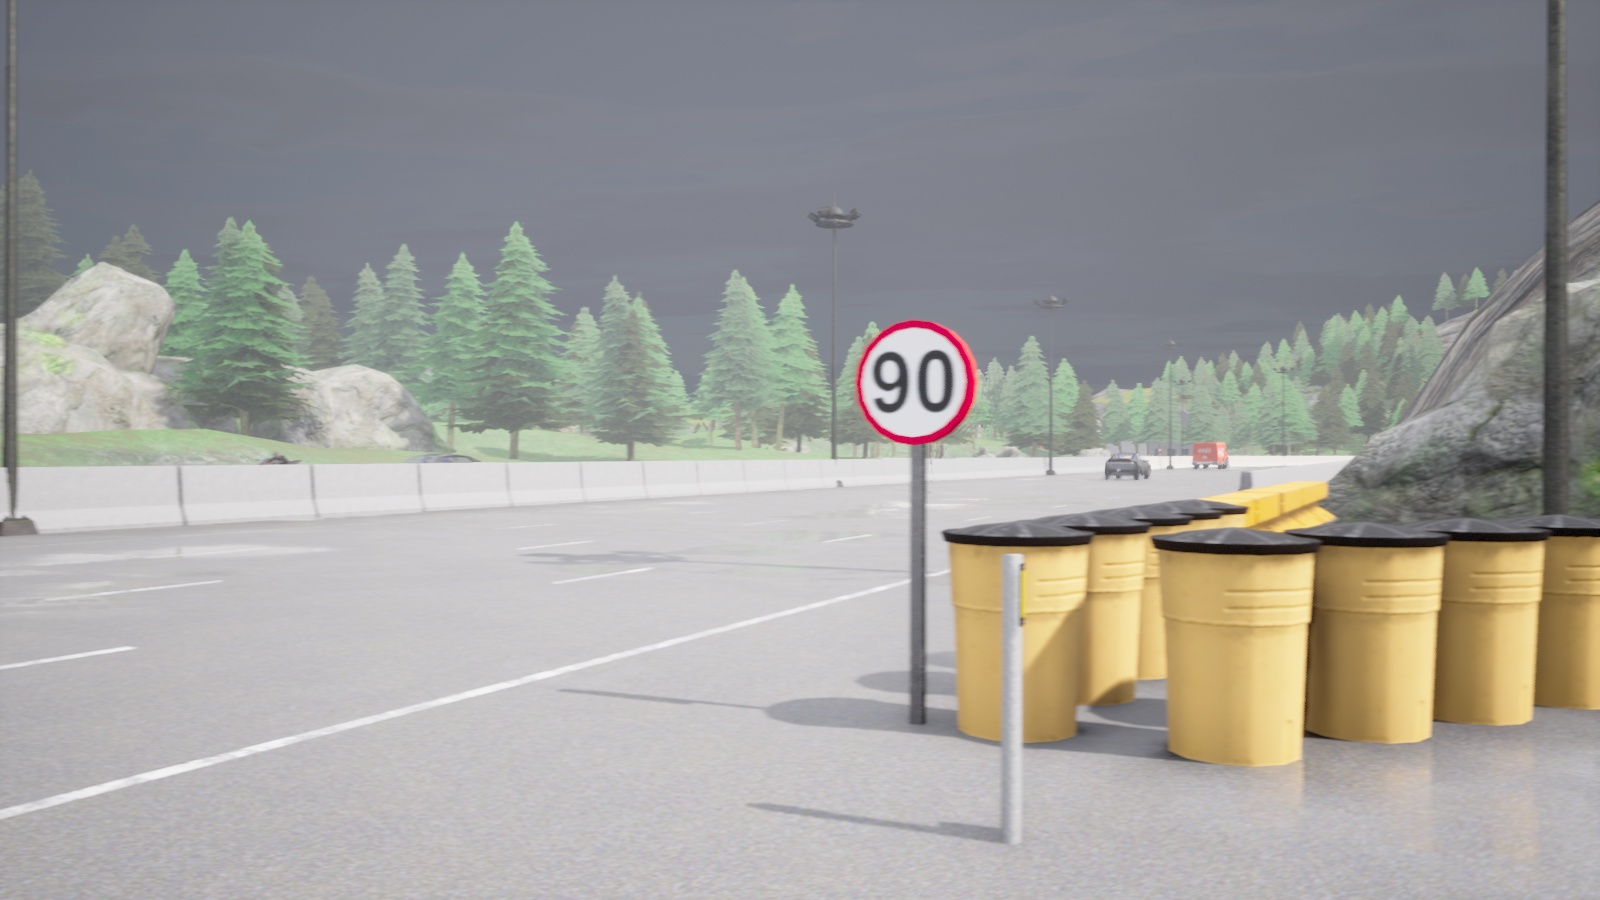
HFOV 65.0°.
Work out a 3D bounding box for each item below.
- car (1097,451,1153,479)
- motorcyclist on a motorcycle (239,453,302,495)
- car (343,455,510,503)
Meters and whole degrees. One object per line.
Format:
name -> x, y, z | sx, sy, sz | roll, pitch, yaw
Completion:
car -> 18.129, 0.789, 69.899 | 2.128, 1.511, 4.902 | 0, 0, 26
motorcyclist on a motorcycle -> -19.925, 0.892, 47.303 | 0.866, 1.530, 2.191 | 0, 0, 26
car -> -11.779, 0.879, 40.014 | 2.033, 1.411, 5.357 | 0, 0, 26
